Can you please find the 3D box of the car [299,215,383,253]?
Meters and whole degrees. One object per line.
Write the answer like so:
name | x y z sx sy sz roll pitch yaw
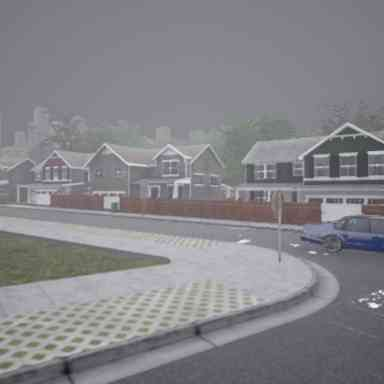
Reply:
car | 6.870 1.609 12.411 5.357 1.411 2.033 1 1 34
